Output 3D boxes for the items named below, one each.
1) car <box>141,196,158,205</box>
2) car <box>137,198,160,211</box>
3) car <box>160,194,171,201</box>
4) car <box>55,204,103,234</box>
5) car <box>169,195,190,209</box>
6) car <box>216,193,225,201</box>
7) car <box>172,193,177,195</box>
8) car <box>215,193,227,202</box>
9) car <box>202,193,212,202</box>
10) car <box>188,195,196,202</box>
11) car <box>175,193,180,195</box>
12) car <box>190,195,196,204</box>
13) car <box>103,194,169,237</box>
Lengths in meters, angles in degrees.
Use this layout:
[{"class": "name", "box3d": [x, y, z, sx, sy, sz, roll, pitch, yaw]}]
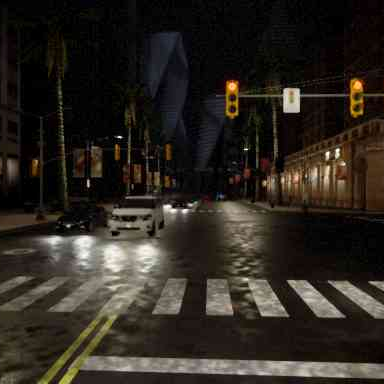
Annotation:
[{"class": "car", "box3d": [-7.505, 1.513, 59.369, 2.161, 1.482, 4.786, 0, 0, 2]}, {"class": "car", "box3d": [-5.272, 1.477, 40.782, 1.882, 1.535, 5.008, 0, 0, 3]}, {"class": "car", "box3d": [-6.417, 1.353, 81.273, 2.185, 1.767, 4.553, 0, 0, 2]}, {"class": "car", "box3d": [-6.258, 1.505, 19.543, 1.837, 1.490, 4.892, 0, 0, 3]}, {"class": "car", "box3d": [-1.597, 1.504, 44.429, 1.837, 1.490, 4.892, 0, 0, 3]}, {"class": "car", "box3d": [7.433, 1.216, 88.091, 2.150, 2.045, 5.566, 0, 0, 2]}, {"class": "car", "box3d": [-4.415, 1.490, 58.792, 2.128, 1.511, 4.902, 0, 0, 3]}, {"class": "car", "box3d": [7.074, 1.521, 78.017, 2.128, 1.511, 4.902, 0, 0, 2]}, {"class": "car", "box3d": [3.565, 1.223, 77.812, 2.150, 2.045, 5.566, 0, 0, 2]}, {"class": "car", "box3d": [0.053, 1.499, 77.530, 1.837, 1.490, 4.892, 0, 0, 2]}, {"class": "car", "box3d": [-3.597, 1.223, 74.193, 2.150, 2.045, 5.566, 0, 0, 3]}, {"class": "car", "box3d": [-0.732, 1.563, 62.265, 1.994, 1.385, 4.181, 0, 0, 3]}, {"class": "car", "box3d": [-2.823, 1.221, 18.292, 2.150, 2.045, 5.566, 0, 0, 3]}]
